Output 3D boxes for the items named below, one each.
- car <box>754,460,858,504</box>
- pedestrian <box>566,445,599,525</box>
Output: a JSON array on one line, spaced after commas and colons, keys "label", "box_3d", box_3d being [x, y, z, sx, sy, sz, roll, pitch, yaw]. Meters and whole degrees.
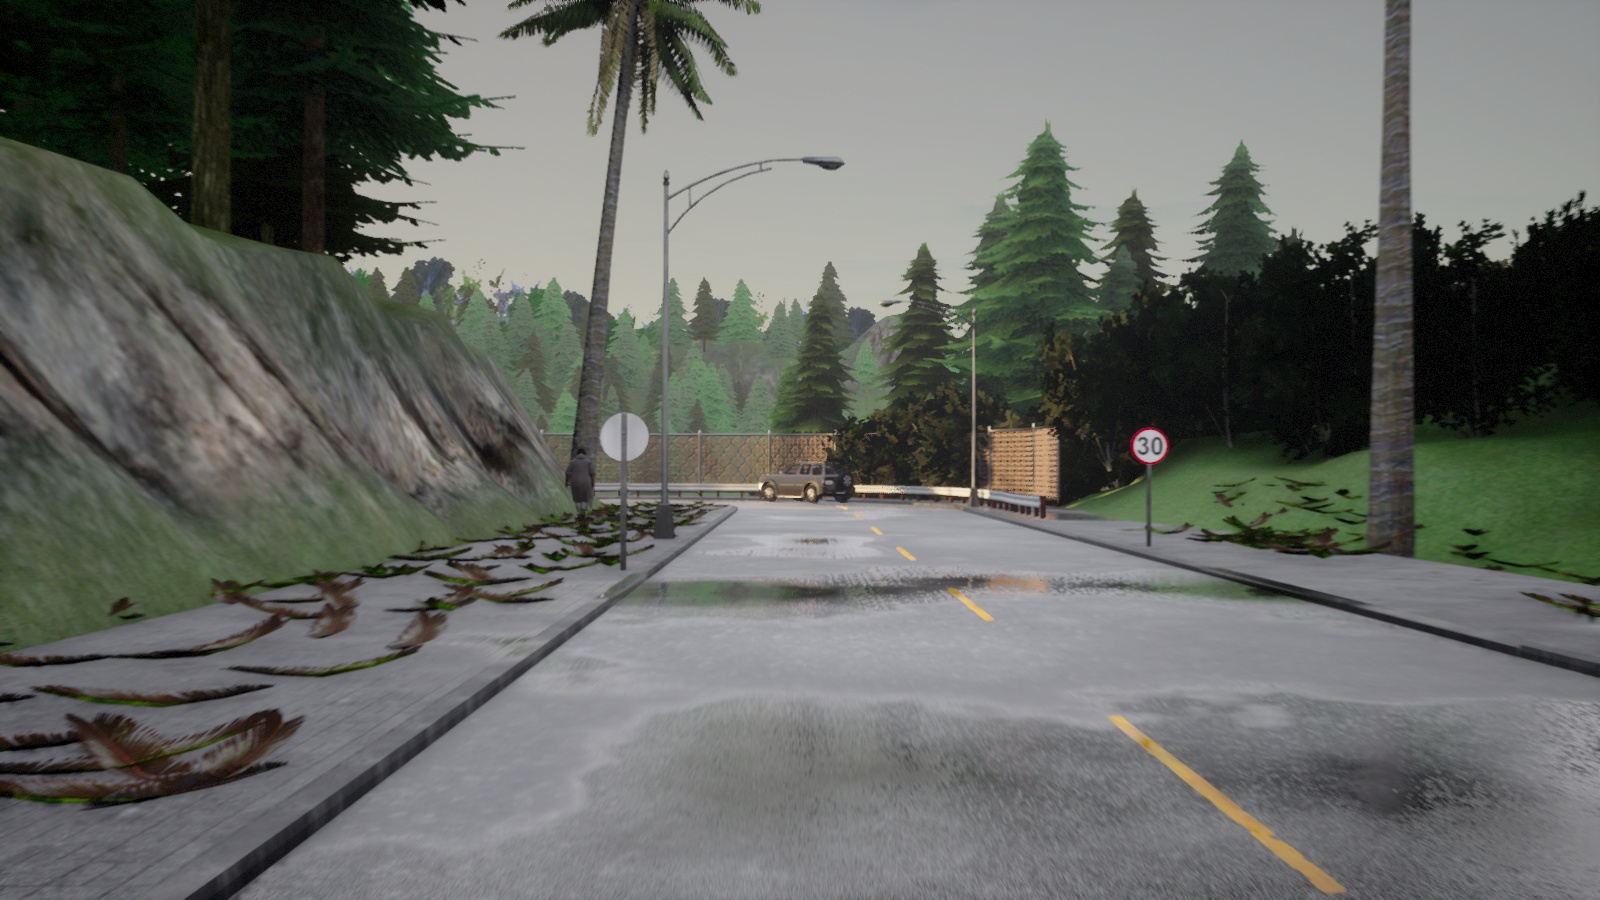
[{"label": "car", "box_3d": [0.217, 1.371, 54.810, 1.932, 1.855, 4.605, 1, -2, -41]}, {"label": "pedestrian", "box_3d": [-5.399, 0.865, 31.236, 0.659, 1.952, 0.873, 0, -1, 0]}]
